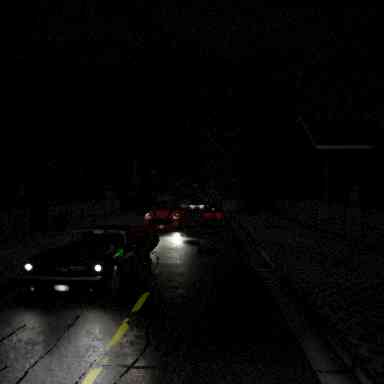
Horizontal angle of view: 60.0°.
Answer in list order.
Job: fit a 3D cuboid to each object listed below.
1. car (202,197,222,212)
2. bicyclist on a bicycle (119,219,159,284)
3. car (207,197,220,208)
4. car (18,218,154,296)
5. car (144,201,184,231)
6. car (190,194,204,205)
[{"bbox_3d":[2.552,1.619,39.506,1.895,1.301,4.718,0,0,4],"label":"car"},{"bbox_3d":[-1.280,1.485,8.488,0.582,1.620,1.656,15,8,31],"label":"bicyclist on a bicycle"},{"bbox_3d":[3.319,1.555,51.399,1.837,1.490,4.892,0,0,4],"label":"car"},{"bbox_3d":[-2.453,1.600,8.824,1.895,1.301,4.718,0,0,4],"label":"car"},{"bbox_3d":[-1.632,1.352,20.558,2.097,1.767,4.553,0,0,2],"label":"car"},{"bbox_3d":[0.974,1.300,60.368,2.150,2.045,5.566,0,-1,4],"label":"car"}]
